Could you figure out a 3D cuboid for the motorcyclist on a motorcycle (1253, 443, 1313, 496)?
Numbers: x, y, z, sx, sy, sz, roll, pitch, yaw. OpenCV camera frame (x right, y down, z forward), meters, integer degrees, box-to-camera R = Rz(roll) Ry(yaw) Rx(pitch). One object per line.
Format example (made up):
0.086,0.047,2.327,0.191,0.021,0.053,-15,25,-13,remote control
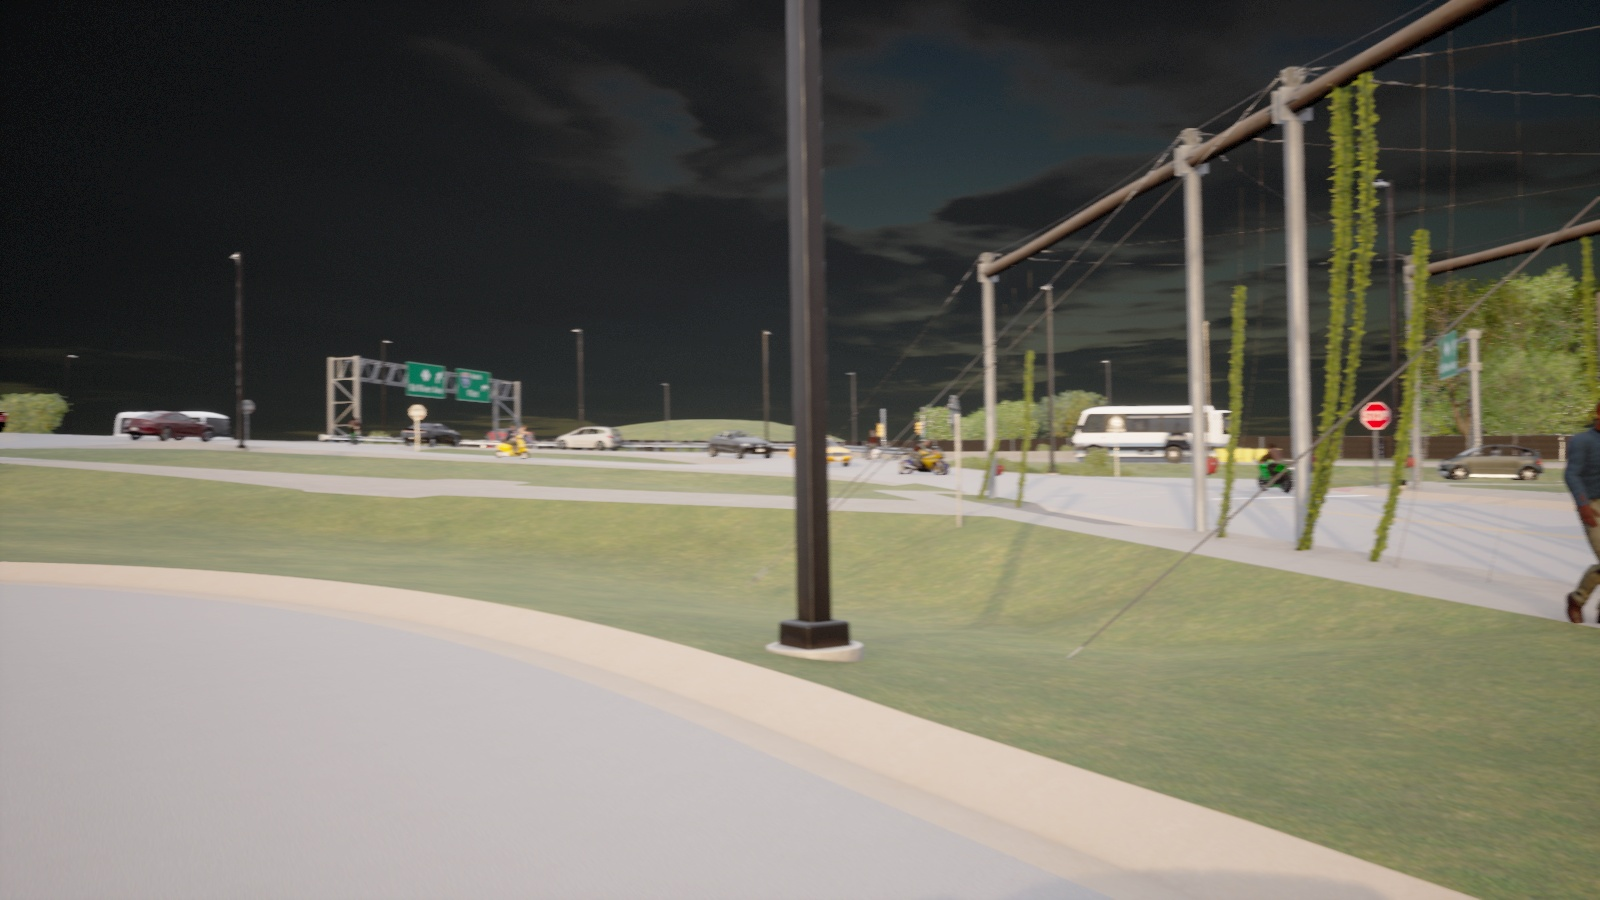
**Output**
14.370,0.553,37.426,0.797,1.523,2.044,-1,1,-7,motorcyclist on a motorcycle

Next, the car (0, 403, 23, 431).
-47.438,-1.934,72.470,4.514,1.525,2.007,2,0,19,car

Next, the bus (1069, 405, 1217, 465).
25.218,-1.057,92.280,10.273,4.253,3.944,0,-1,17,bus

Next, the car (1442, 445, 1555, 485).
28.340,0.599,51.070,3.705,1.549,1.789,1,-1,17,car

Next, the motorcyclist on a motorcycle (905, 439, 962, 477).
5.564,0.344,52.449,2.191,1.530,0.866,1,0,22,motorcyclist on a motorcycle

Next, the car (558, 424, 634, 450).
-14.132,-0.900,87.080,4.611,1.667,2.242,1,0,20,car

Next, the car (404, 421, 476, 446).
-22.656,-1.024,79.172,2.128,1.511,4.902,2,1,14,car

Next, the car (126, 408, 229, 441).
-30.106,-1.202,60.887,1.812,1.442,4.674,2,0,15,car

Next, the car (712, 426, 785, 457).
-3.064,-0.515,73.470,2.152,1.651,5.027,0,2,-30,car

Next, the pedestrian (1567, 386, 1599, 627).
6.273,0.428,9.518,0.370,1.835,0.726,-1,-1,-8,pedestrian

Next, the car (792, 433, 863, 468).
1.310,-0.018,62.705,1.801,1.575,5.366,-1,2,-18,car

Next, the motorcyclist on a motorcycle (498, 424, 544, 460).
-12.982,-0.382,58.395,1.817,1.590,0.866,3,0,19,motorcyclist on a motorcycle
